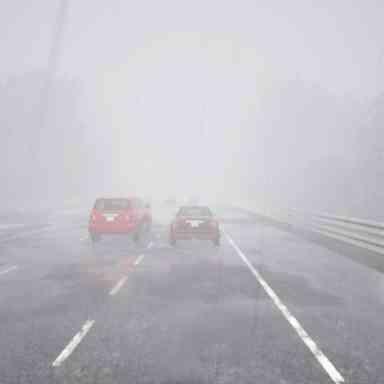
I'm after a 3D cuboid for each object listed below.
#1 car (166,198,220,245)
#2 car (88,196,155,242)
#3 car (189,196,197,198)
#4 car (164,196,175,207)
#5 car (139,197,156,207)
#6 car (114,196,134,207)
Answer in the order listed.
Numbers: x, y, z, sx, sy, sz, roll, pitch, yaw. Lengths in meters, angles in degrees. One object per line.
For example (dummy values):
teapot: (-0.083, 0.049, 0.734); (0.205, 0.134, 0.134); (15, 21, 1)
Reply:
car: (0.113, 1.335, 15.615); (2.097, 1.767, 4.553); (0, 0, 0)
car: (-3.385, 1.201, 16.435); (2.150, 2.045, 5.566); (0, 0, 0)
car: (0.171, 1.453, 51.464); (1.837, 1.490, 4.892); (0, 1, 0)
car: (-3.329, 1.451, 51.377); (1.837, 1.490, 4.892); (0, 1, 0)
car: (-6.828, 1.491, 51.495); (2.033, 1.411, 5.357); (0, 0, 0)
car: (-10.329, 1.420, 50.856); (1.882, 1.535, 5.008); (0, 0, 0)
